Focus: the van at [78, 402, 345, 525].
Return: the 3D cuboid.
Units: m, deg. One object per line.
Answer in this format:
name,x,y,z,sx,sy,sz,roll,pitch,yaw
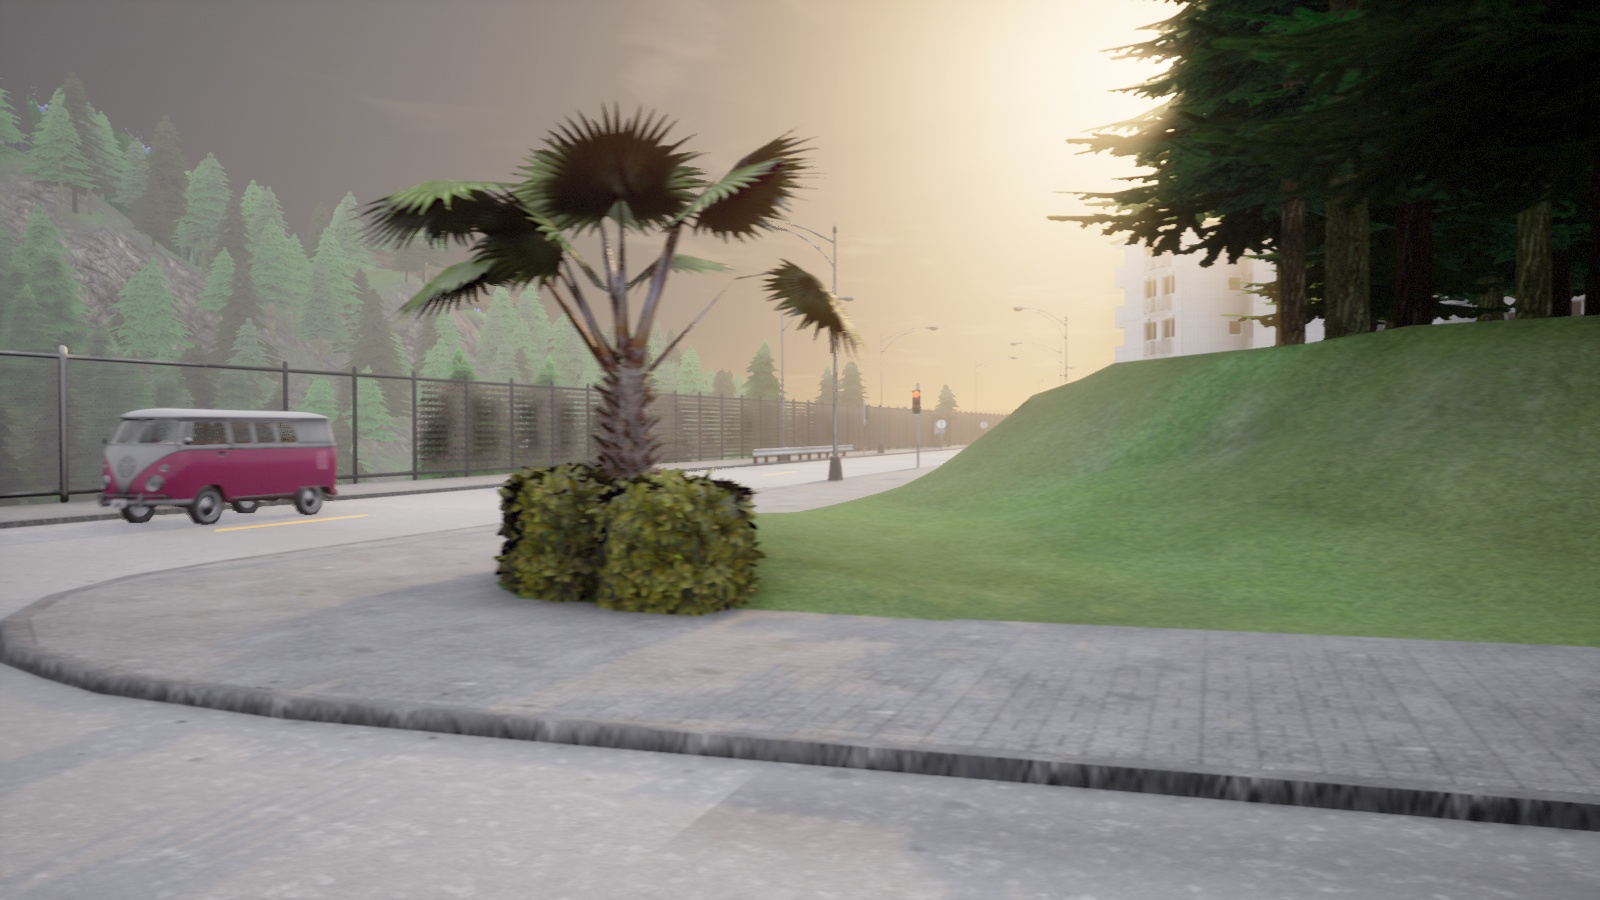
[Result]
van,-10.396,0.179,22.596,1.775,1.987,4.442,1,1,18
